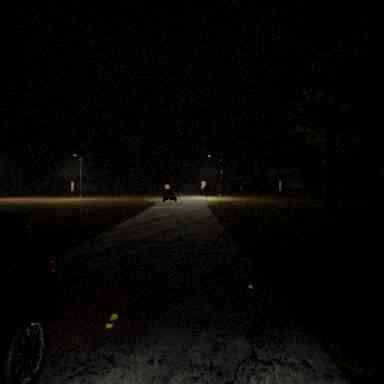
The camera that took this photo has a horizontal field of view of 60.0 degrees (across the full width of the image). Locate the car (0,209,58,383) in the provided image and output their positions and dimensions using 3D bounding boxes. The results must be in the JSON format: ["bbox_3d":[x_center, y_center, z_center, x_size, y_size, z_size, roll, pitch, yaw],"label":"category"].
[{"bbox_3d":[-2.853,1.220,2.203,2.150,2.045,5.566,0,0,0],"label":"car"}]
